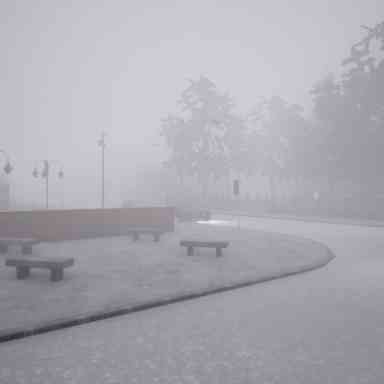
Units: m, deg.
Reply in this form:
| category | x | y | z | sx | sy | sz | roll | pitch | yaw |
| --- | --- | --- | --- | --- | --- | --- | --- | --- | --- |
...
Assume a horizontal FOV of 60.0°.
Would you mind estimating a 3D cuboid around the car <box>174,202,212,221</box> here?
| category | x | y | z | sx | sy | sz | roll | pitch | yaw |
| --- | --- | --- | --- | --- | --- | --- | --- | --- | --- |
| car | -0.250 | 1.559 | 27.323 | 1.994 | 1.385 | 4.181 | 0 | 0 | -35 |

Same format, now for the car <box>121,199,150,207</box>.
| category | x | y | z | sx | sy | sz | roll | pitch | yaw |
| --- | --- | --- | --- | --- | --- | --- | --- | --- | --- |
| car | -6.019 | 1.500 | 35.458 | 1.837 | 1.490 | 4.892 | 0 | 0 | -35 |

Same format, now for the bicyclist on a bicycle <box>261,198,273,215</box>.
| category | x | y | z | sx | sy | sz | roll | pitch | yaw |
| --- | --- | --- | --- | --- | --- | --- | --- | --- | --- |
| bicyclist on a bicycle | 7.092 | 1.342 | 31.482 | 1.656 | 1.620 | 0.582 | 0 | 0 | -35 |
